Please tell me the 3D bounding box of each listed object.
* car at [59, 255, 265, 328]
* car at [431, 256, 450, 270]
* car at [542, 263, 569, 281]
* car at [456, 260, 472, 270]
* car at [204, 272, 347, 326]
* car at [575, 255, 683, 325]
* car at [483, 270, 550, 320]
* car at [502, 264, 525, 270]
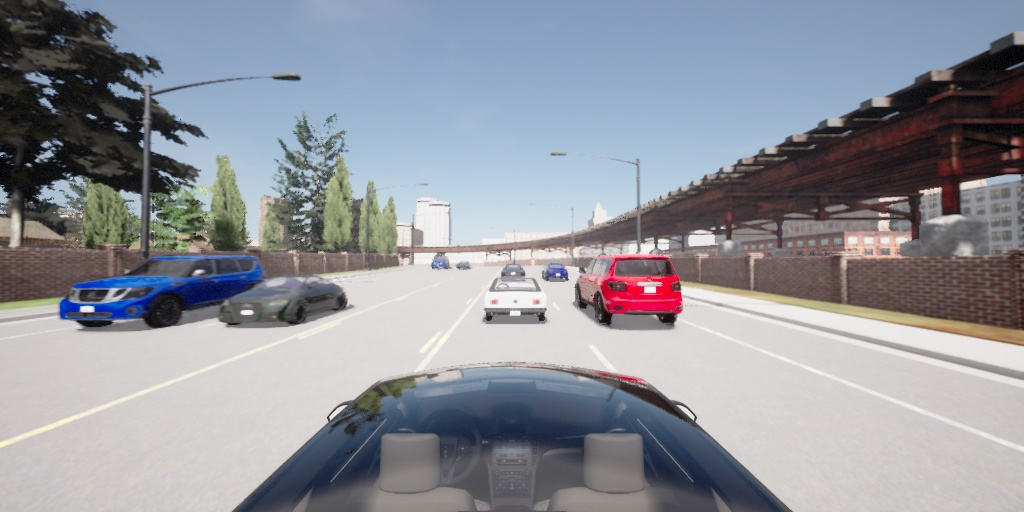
[{"bbox_3d":[-10.599,0.976,11.710,2.150,2.045,5.566,0,0,0],"label":"car"},{"bbox_3d":[-10.651,0.990,53.918,2.150,2.045,5.566,0,0,-1],"label":"car"},{"bbox_3d":[3.605,1.288,30.314,1.812,1.442,4.674,0,0,0],"label":"car"},{"bbox_3d":[-7.110,1.318,53.544,2.033,1.411,5.357,0,0,0],"label":"car"},{"bbox_3d":[-7.099,1.318,11.599,1.994,1.385,4.181,0,0,0],"label":"car"},{"bbox_3d":[3.602,0.976,12.030,2.150,2.045,5.566,0,0,0],"label":"car"},{"bbox_3d":[0.100,1.356,12.548,1.895,1.301,4.718,0,0,0],"label":"car"},{"bbox_3d":[0.105,1.326,29.794,1.994,1.385,4.181,0,0,0],"label":"car"}]
